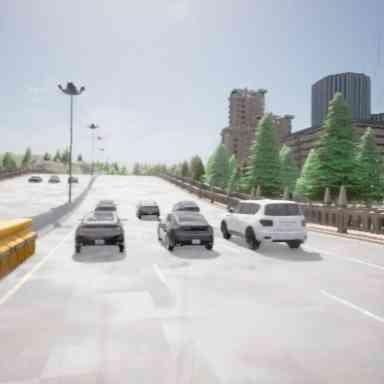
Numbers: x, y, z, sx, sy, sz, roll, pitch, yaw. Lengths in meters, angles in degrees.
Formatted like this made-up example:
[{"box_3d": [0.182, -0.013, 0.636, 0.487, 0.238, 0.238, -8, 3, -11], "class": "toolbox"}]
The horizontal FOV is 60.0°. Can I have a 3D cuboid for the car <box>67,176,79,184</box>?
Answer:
[{"box_3d": [-23.679, -2.454, 66.390, 1.994, 1.385, 4.181, 1, 6, -14], "class": "car"}]

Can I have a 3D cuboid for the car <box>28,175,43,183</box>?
[{"box_3d": [-30.475, -2.508, 64.711, 1.895, 1.301, 4.718, 1, 6, -14], "class": "car"}]

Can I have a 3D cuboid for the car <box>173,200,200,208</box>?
[{"box_3d": [-0.541, 1.505, 30.284, 1.837, 1.490, 4.892, 1, 2, -14], "class": "car"}]

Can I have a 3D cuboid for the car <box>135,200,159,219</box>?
[{"box_3d": [-3.937, 1.441, 29.437, 2.128, 1.511, 4.902, 1, 2, -14], "class": "car"}]

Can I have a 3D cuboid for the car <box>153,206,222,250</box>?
[{"box_3d": [-0.400, 1.612, 14.862, 1.837, 1.490, 4.892, 1, 0, -13], "class": "car"}]

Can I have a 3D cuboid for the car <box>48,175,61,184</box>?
[{"box_3d": [-27.078, -2.532, 65.560, 1.812, 1.442, 4.674, 1, 6, -14], "class": "car"}]

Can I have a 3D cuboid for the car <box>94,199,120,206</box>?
[{"box_3d": [-7.338, 1.406, 28.611, 1.837, 1.490, 4.892, 1, 2, -14], "class": "car"}]

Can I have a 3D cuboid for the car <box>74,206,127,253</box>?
[{"box_3d": [-3.804, 1.547, 14.050, 2.128, 1.511, 4.902, 1, 0, -13], "class": "car"}]

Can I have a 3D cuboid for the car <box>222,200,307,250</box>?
[{"box_3d": [3.074, 1.370, 15.396, 2.150, 2.045, 5.566, 1, 0, -13], "class": "car"}]
